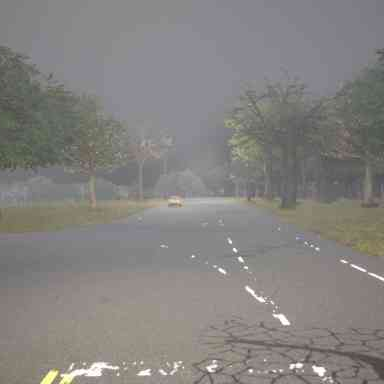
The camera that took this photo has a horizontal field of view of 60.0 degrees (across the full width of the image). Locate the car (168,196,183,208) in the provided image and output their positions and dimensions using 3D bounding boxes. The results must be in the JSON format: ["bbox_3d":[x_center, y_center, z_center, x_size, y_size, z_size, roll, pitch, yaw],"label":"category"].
[{"bbox_3d":[-2.393,1.377,47.777,1.882,1.535,5.008,-1,1,2],"label":"car"}]
